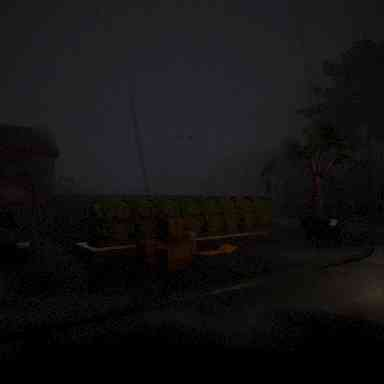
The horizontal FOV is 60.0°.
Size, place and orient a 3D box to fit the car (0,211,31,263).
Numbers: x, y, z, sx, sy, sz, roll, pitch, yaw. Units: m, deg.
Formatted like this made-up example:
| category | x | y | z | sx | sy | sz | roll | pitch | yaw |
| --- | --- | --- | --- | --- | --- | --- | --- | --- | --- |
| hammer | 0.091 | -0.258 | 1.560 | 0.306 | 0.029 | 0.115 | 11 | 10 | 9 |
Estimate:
| category | x | y | z | sx | sy | sz | roll | pitch | yaw |
| --- | --- | --- | --- | --- | --- | --- | --- | --- | --- |
| car | -6.510 | 1.356 | 10.753 | 2.033 | 1.415 | 5.357 | 0 | 0 | -33 |
